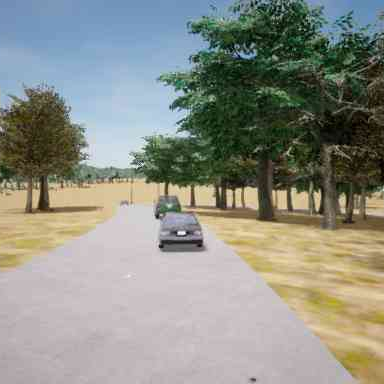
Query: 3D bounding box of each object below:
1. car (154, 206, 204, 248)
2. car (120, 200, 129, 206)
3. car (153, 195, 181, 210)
[{"bbox_3d":[-0.566,1.567,14.813,2.033,1.411,5.357,0,0,-4],"label":"car"},{"bbox_3d":[-15.279,2.405,75.259,1.994,1.385,4.181,-1,-1,-13],"label":"car"},{"bbox_3d":[-2.256,1.285,29.877,2.150,2.045,5.566,0,0,-9],"label":"car"}]
